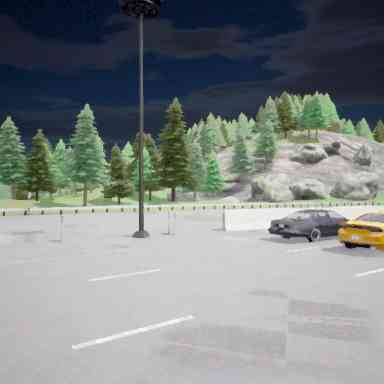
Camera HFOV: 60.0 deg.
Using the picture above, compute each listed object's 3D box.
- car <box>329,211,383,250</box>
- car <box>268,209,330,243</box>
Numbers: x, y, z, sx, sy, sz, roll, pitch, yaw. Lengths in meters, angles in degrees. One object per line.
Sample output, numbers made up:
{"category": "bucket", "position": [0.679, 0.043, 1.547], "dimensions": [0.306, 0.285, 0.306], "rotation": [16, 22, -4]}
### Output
{"category": "car", "position": [7.969, 1.485, 13.196], "dimensions": [5.008, 1.535, 1.882], "rotation": [0, 0, -31]}
{"category": "car", "position": [6.156, 1.563, 16.190], "dimensions": [5.357, 1.411, 2.033], "rotation": [0, 0, -31]}
